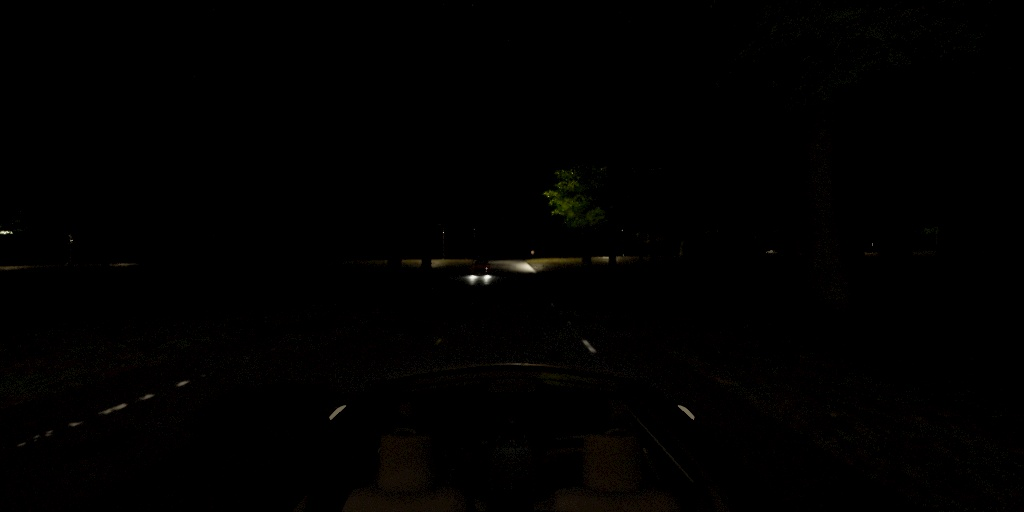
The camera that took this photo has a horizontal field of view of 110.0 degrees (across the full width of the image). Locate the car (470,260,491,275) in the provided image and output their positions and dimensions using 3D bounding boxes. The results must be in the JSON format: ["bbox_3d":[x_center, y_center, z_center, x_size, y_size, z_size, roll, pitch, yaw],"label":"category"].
[{"bbox_3d":[-3.574,1.263,41.490,2.097,1.767,4.553,0,0,0],"label":"car"}]
